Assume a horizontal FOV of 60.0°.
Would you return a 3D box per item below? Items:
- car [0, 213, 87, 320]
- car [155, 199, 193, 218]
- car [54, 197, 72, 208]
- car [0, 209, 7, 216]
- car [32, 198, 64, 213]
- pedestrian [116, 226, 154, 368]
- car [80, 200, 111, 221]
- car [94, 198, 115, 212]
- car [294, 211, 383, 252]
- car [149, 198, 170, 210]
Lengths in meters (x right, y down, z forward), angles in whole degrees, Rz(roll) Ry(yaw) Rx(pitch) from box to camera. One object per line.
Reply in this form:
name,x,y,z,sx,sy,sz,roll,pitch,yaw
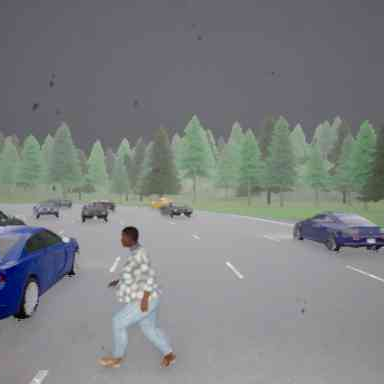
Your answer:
car,-3.917,1.477,7.287,1.882,1.535,5.008,0,0,-5
car,-1.600,1.601,30.303,1.895,1.301,4.718,0,0,-21
car,-18.678,1.492,46.207,4.902,1.511,2.128,0,0,35
car,-8.123,1.351,12.780,2.097,1.767,4.553,0,0,-8
car,-13.589,1.547,30.714,2.033,1.411,5.357,0,0,-30
pedestrian,-0.705,1.294,4.173,0.375,1.860,0.375,0,0,-3
car,-7.992,1.601,26.853,1.895,1.301,4.718,0,0,-20
car,-10.581,1.478,38.233,1.882,1.535,5.008,0,0,-37
car,5.904,1.526,13.783,1.812,1.442,4.674,0,0,-7
car,-3.514,1.478,40.875,1.882,1.535,5.008,0,0,-34
